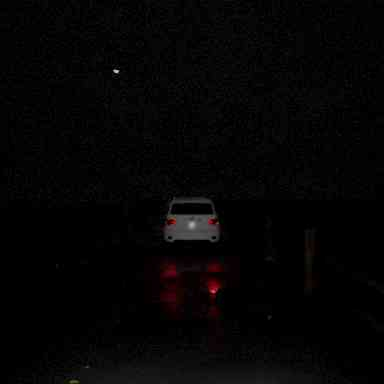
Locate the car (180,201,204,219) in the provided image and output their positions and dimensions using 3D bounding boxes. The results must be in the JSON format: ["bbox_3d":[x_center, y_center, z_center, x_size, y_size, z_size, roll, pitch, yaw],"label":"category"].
[{"bbox_3d":[0.000,1.547,29.654,1.994,1.385,4.181,0,0,0],"label":"car"}]

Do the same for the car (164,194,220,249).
[{"bbox_3d":[0.000,1.256,14.683,2.150,2.045,5.566,0,0,0],"label":"car"}]

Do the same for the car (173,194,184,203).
[{"bbox_3d":[-2.757,1.228,68.505,2.097,1.767,4.553,0,0,0],"label":"car"}]
